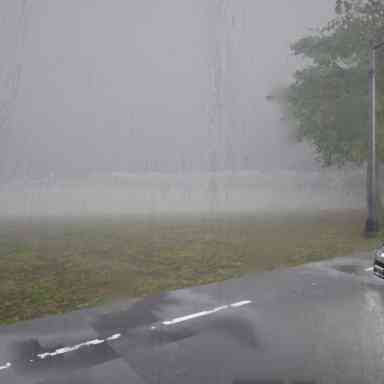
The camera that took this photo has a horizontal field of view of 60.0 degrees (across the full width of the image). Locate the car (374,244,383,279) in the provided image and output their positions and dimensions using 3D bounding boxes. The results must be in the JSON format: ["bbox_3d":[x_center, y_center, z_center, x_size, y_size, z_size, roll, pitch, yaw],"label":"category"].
[{"bbox_3d":[6.645,1.489,8.694,4.902,1.511,2.128,0,0,-35],"label":"car"}]
